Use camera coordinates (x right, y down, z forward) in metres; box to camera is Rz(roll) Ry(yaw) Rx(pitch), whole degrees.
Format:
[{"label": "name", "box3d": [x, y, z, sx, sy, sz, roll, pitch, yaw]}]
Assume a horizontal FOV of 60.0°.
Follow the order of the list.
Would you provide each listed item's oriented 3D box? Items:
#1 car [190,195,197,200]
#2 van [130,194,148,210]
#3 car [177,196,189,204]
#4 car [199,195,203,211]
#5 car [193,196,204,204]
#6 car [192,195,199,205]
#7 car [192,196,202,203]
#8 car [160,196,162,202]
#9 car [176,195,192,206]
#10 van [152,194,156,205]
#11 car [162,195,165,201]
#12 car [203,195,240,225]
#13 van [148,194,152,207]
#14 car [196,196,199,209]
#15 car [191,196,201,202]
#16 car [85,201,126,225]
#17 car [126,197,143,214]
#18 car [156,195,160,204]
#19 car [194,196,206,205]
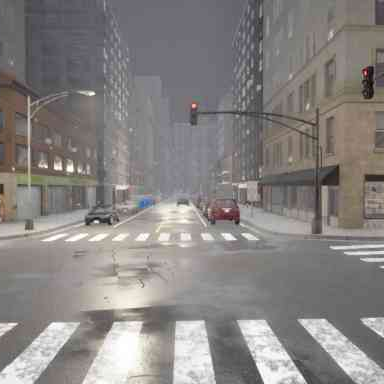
[{"label": "car", "box3d": [0.389, 1.524, 91.098, 2.008, 1.369, 4.403, -1, 0, -2]}, {"label": "van", "box3d": [-6.768, 1.343, 40.609, 1.690, 1.788, 3.998, -1, 0, -2]}, {"label": "car", "box3d": [-1.727, 1.540, 63.856, 2.033, 1.411, 5.357, 0, 0, -2]}, {"label": "car", "box3d": [2.063, 1.318, 29.677, 2.192, 1.841, 5.009, -1, 0, -2]}, {"label": "car", "box3d": [1.151, 1.559, 63.179, 1.947, 1.339, 4.313, -1, 0, -2]}, {"label": "car", "box3d": [1.605, 1.316, 46.428, 2.192, 1.841, 5.009, -1, 0, -2]}, {"label": "car", "box3d": [0.999, 1.556, 68.763, 1.947, 1.339, 4.313, -1, 0, -2]}, {"label": "car", "box3d": [-7.382, 1.433, 62.945, 1.967, 1.590, 4.097, -1, 0, -2]}, {"label": "car", "box3d": [-1.440, 1.503, 53.438, 1.837, 1.490, 4.892, 0, 0, -2]}, {"label": "van", "box3d": [-7.076, 1.340, 51.777, 1.690, 1.788, 3.998, -1, 0, -2]}, {"label": "car", "box3d": [-7.689, 1.427, 74.111, 1.967, 1.590, 4.097, -1, 0, -2]}, {"label": "car", "box3d": [2.215, 1.318, 24.092, 2.192, 1.841, 5.009, -1, 0, -2]}, {"label": "van", "box3d": [-6.922, 1.342, 46.194, 1.690, 1.788, 3.998, -1, 0, -2]}, {"label": "car", "box3d": [1.756, 1.527, 41.014, 1.752, 1.417, 4.829, -1, 0, -2]}, {"label": "car", "box3d": [0.846, 1.538, 74.347, 2.008, 1.369, 4.403, -1, 0, -2]}, {"label": "car", "box3d": [-6.305, 1.569, 23.859, 1.947, 1.339, 4.313, -1, 0, -2]}, {"label": "car", "box3d": [-6.608, 1.528, 34.856, 1.752, 1.417, 4.829, -1, 0, -2]}, {"label": "car", "box3d": [-7.230, 1.311, 57.361, 2.192, 1.841, 5.009, -1, 0, -2]}, {"label": "car", "box3d": [1.298, 1.521, 57.766, 1.752, 1.417, 4.829, -1, 0, -2]}]
